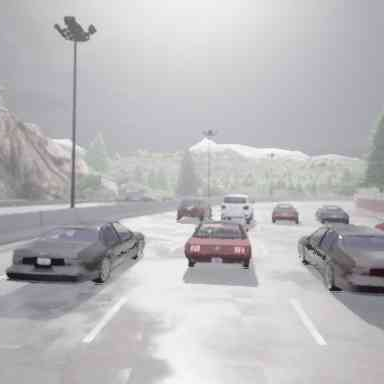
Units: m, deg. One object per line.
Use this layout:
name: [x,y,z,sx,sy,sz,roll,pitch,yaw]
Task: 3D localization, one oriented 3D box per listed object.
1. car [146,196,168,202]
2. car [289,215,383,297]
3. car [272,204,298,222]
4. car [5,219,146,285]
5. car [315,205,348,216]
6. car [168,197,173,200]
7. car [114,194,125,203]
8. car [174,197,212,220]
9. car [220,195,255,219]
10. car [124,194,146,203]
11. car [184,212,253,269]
car: [-5.040,1.370,55.797,2.033,1.411,5.357,1,0,23]
car: [4.193,1.602,8.875,2.033,1.411,5.357,1,0,7]
car: [7.409,1.642,26.603,1.994,1.385,4.181,1,0,14]
car: [-2.791,1.485,9.406,2.033,1.411,5.357,1,0,7]
car: [10.875,1.701,26.037,1.994,1.385,4.181,1,0,14]
car: [-1.675,1.444,54.659,1.994,1.385,4.181,1,0,24]
car: [-11.613,1.061,58.079,2.097,1.767,4.553,1,0,23]
car: [0.308,1.311,26.986,2.097,1.767,4.553,1,0,14]
car: [3.558,1.240,25.653,2.150,2.045,5.566,1,0,14]
car: [-8.604,1.310,56.266,2.033,1.411,5.357,1,0,23]
car: [0.989,1.598,11.308,1.895,1.301,4.718,1,0,8]
